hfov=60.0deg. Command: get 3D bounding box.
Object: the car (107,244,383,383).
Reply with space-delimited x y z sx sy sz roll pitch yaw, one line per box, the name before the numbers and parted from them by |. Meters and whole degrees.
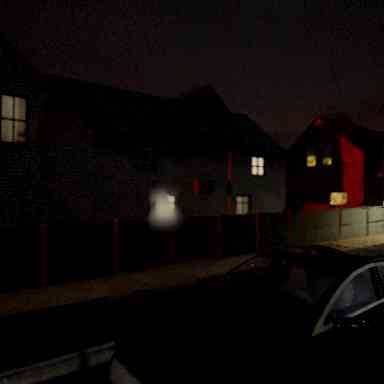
car | 1.430 1.484 4.077 4.902 1.511 2.128 0 0 -35
